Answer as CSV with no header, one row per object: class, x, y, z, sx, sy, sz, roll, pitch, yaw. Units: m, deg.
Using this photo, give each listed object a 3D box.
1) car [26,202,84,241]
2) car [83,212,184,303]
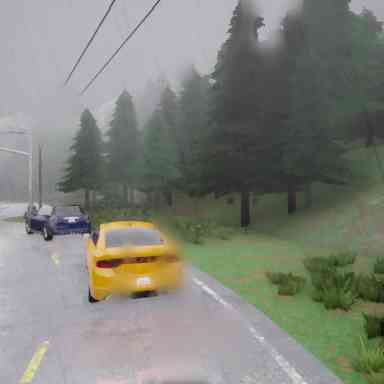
car,-6.951,1.352,17.086,2.097,1.767,4.553,0,0,-40
car,-1.678,1.478,8.441,1.882,1.535,5.008,0,0,-19
